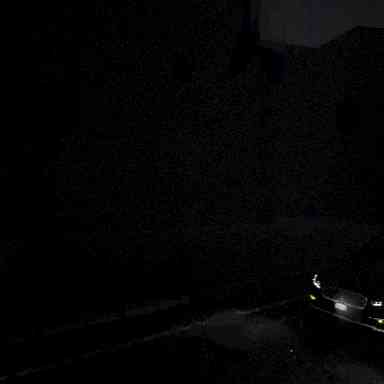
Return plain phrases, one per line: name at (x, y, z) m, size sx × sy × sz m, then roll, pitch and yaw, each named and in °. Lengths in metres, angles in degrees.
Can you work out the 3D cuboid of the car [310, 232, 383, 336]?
car at (4.354, 1.505, 6.328) m, size 4.892 × 1.490 × 1.837 m, roll 0°, pitch 0°, yaw -31°
